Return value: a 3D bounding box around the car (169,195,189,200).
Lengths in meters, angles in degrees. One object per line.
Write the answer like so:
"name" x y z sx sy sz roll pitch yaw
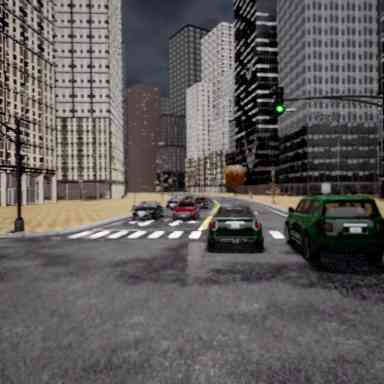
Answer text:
"car" -2.085 1.392 42.103 2.128 1.511 4.902 -1 0 6

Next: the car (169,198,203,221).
"car" -0.391 1.459 26.687 1.812 1.442 4.674 -1 0 6

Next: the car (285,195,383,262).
"car" 4.822 1.128 11.905 2.150 2.045 5.566 -1 0 6

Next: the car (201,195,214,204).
"car" 2.764 1.272 59.400 2.128 1.511 4.902 -1 0 4

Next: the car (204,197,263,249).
"car" 1.818 1.287 14.471 2.097 1.767 4.553 -1 0 6

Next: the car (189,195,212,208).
"car" 1.160 1.362 41.882 1.837 1.490 4.892 -1 0 6

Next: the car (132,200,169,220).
"car" -3.575 1.467 27.524 2.128 1.511 4.902 -1 0 6
